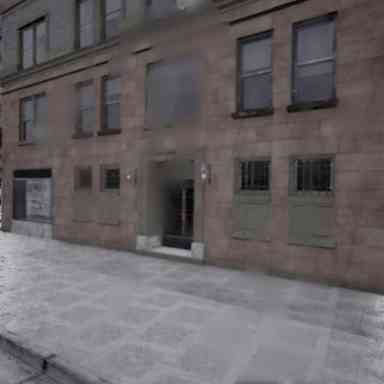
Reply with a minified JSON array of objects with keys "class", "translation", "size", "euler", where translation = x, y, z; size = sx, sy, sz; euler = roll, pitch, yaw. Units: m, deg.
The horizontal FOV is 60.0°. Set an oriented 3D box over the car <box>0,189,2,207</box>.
[{"class":"car","translation":[-18.740,0.599,34.189],"size":[2.150,2.045,5.566],"euler":[1,1,35]}]
